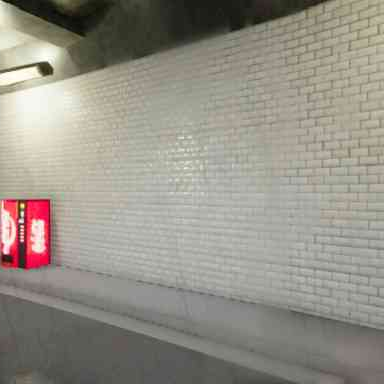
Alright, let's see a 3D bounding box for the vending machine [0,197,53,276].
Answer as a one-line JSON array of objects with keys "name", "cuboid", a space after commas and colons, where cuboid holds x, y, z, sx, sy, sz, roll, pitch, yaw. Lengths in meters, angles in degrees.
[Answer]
[{"name": "vending machine", "cuboid": [-4.801, 1.195, 9.626, 0.880, 2.100, 1.100, 0, 0, 30]}]
